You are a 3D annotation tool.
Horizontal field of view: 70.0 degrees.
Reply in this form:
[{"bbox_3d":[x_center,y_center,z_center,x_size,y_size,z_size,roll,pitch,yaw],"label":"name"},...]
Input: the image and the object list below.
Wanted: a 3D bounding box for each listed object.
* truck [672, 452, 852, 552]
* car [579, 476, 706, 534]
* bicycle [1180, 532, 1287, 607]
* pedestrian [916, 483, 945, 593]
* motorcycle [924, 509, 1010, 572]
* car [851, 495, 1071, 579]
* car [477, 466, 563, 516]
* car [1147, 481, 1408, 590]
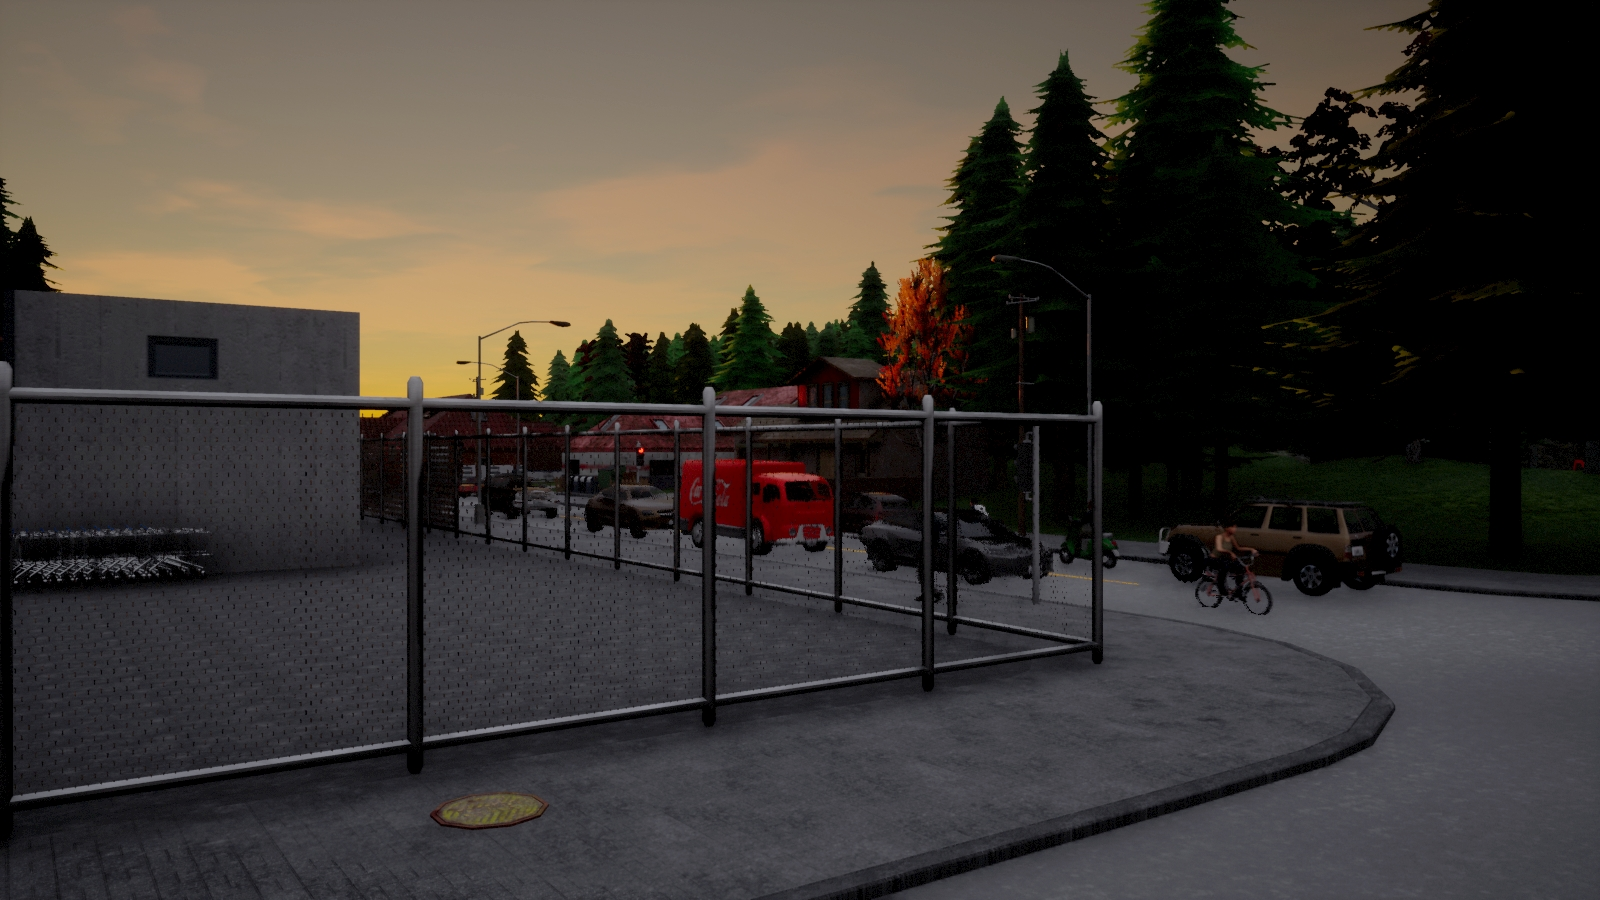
[{"bbox_3d":[-1.172,1.330,32.044,2.627,2.467,5.204,0,1,-35],"label":"truck"},{"bbox_3d":[-5.338,1.769,38.041,2.152,1.651,5.027,0,0,-35],"label":"car"},{"bbox_3d":[7.458,2.034,19.697,0.859,1.080,1.487,0,1,-35],"label":"bicycle"},{"bbox_3d":[2.272,1.515,19.845,0.375,1.860,0.375,0,0,31],"label":"pedestrian"},{"bbox_3d":[3.660,1.959,25.125,0.856,1.236,1.805,0,0,-35],"label":"motorcycle"},{"bbox_3d":[3.454,1.840,25.415,2.163,1.488,4.792,0,0,-35],"label":"car"},{"bbox_3d":[-11.557,1.641,47.000,1.932,1.855,4.605,0,0,-35],"label":"car"},{"bbox_3d":[9.641,1.640,23.438,1.932,1.855,4.605,0,0,-35],"label":"car"}]
